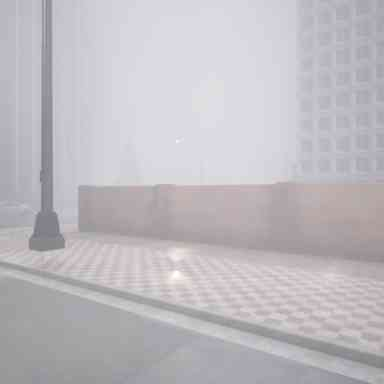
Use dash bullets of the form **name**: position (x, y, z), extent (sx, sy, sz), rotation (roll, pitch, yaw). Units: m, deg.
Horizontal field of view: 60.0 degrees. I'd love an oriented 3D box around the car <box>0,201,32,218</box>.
- **car**: position (-15.959, 1.523, 28.060), extent (1.812, 1.442, 4.674), rotation (0, 0, 35)
